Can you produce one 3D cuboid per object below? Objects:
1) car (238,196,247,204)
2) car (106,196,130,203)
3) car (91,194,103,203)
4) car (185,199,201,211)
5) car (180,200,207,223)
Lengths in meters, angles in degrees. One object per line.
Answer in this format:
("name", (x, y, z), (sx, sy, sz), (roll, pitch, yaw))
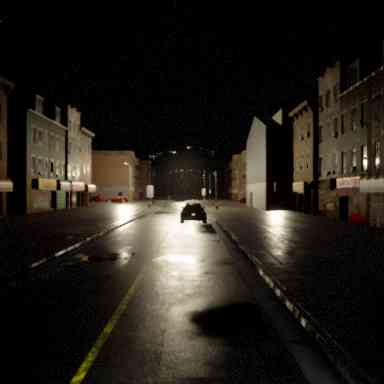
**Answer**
("car", (11.728, 1.477, 66.012), (5.009, 1.841, 2.192), (0, -1, 0))
("car", (-14.683, 1.512, 65.969), (4.507, 1.381, 1.887), (0, -1, 0))
("car", (-20.115, 1.245, 65.963), (5.009, 1.841, 2.192), (0, -1, 0))
("car", (0.111, 1.633, 42.611), (1.895, 1.301, 4.718), (0, 0, 0))
("car", (0.104, 1.580, 25.820), (1.994, 1.385, 4.181), (0, 0, 0))
